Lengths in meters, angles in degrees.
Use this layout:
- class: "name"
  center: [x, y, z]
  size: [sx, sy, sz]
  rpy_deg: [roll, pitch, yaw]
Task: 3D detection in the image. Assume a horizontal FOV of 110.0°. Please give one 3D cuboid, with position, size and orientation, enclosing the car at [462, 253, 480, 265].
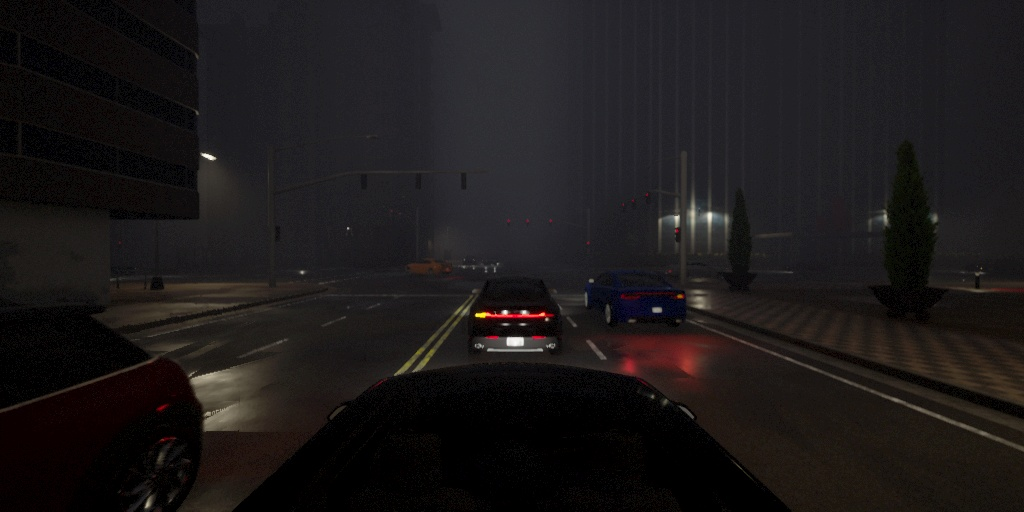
- class: "car"
  center: [-7.060, 0.659, 60.492]
  size: [2.097, 1.767, 4.553]
  rpy_deg: [0, 0, 0]

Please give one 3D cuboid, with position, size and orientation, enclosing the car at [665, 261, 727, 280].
- class: "car"
  center: [14.244, 1.078, 27.901]
  size: [4.674, 1.442, 1.812]
  rpy_deg: [0, 0, -3]

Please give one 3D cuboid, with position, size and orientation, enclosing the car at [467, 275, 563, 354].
- class: "car"
  center: [0.061, 1.203, 8.573]
  size: [1.837, 1.490, 4.892]
  rpy_deg: [0, 0, 0]

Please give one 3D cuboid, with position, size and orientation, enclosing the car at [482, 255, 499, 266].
- class: "car"
  center: [-3.561, 0.833, 60.439]
  size: [1.812, 1.442, 4.674]
  rpy_deg: [0, 0, 0]

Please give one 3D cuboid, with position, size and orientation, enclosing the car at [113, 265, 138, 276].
- class: "car"
  center: [-35.351, 1.131, 30.893]
  size: [4.718, 1.301, 1.895]
  rpy_deg: [0, 0, 0]

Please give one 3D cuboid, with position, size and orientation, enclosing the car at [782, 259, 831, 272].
- class: "car"
  center: [31.772, 1.034, 38.749]
  size: [4.181, 1.385, 1.994]
  rpy_deg: [0, 0, 0]

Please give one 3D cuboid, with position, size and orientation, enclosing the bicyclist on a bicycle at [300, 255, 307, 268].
- class: "bicyclist on a bicycle"
  center: [-26.424, 0.722, 45.444]
  size: [0.582, 1.620, 1.656]
  rpy_deg: [0, 1, -1]

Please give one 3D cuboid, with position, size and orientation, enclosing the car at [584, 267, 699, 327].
- class: "car"
  center: [3.574, 1.156, 11.262]
  size: [1.882, 1.535, 5.008]
  rpy_deg: [0, 0, 0]

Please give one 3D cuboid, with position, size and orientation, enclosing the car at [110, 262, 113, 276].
- class: "car"
  center: [-33.879, 1.121, 27.403]
  size: [4.181, 1.385, 1.994]
  rpy_deg: [0, 0, 0]

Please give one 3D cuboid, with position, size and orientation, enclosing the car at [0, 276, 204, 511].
- class: "car"
  center: [-3.593, 1.107, 0.991]
  size: [2.097, 1.767, 4.553]
  rpy_deg: [0, 0, 0]

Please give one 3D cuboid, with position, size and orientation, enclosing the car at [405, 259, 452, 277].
- class: "car"
  center: [-7.618, 0.995, 32.526]
  size: [5.008, 1.535, 1.882]
  rpy_deg: [0, 0, 36]
